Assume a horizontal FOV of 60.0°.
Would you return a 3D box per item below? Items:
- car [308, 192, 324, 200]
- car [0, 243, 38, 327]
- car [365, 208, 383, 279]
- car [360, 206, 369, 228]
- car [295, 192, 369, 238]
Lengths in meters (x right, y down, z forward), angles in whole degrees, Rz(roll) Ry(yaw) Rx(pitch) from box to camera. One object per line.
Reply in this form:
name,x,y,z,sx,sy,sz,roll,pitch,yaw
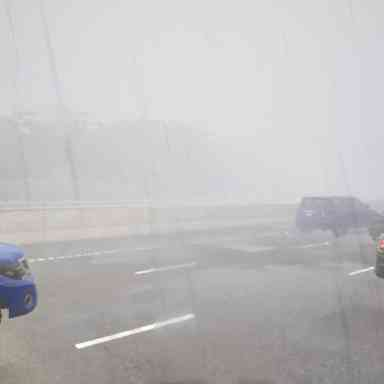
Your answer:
car,26.503,0.877,71.223,1.882,1.535,5.008,0,2,36
car,-5.128,1.223,4.385,5.566,2.045,2.150,0,0,-36
car,6.812,1.344,8.708,4.553,1.767,2.097,0,0,-35
car,9.897,1.492,15.063,4.892,1.490,1.837,0,0,-35
car,7.963,1.209,17.982,5.566,2.045,2.150,0,0,-35
